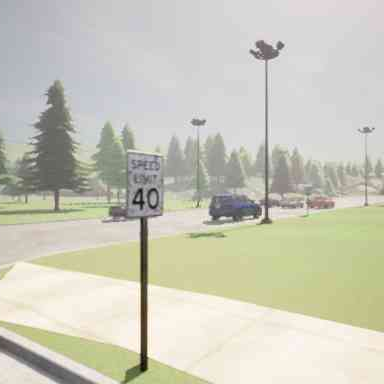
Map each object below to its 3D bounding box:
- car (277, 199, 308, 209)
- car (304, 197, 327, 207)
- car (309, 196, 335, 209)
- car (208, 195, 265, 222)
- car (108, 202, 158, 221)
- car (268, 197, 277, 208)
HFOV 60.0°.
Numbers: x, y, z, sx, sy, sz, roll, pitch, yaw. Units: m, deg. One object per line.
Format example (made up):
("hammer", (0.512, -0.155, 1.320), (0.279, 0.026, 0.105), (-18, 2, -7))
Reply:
("car", (13.963, 1.607, 46.142), (1.895, 1.301, 4.718), (0, 0, 38))
("car", (20.183, 1.553, 54.382), (2.033, 1.411, 5.357), (0, 0, 37))
("car", (18.074, 1.356, 45.740), (2.097, 1.767, 4.553), (0, 0, 38))
("car", (3.517, 1.226, 26.586), (2.150, 2.045, 5.566), (0, 0, 37))
("car", (-4.635, 1.499, 27.461), (2.128, 1.511, 4.902), (0, 0, 37))
("car", (11.469, 1.499, 48.641), (2.128, 1.511, 4.902), (0, 0, 38))
